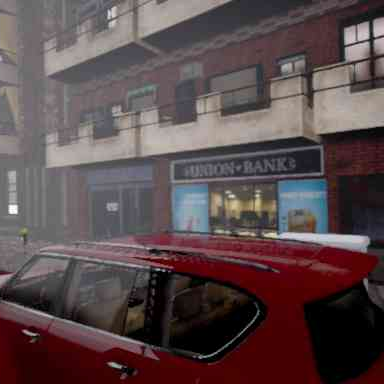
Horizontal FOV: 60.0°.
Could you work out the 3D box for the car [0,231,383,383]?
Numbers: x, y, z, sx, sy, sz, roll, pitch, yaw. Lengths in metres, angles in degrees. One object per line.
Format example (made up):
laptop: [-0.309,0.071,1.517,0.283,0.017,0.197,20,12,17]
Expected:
car: [-0.639,1.337,3.354,5.009,1.841,2.192,-1,-1,36]
